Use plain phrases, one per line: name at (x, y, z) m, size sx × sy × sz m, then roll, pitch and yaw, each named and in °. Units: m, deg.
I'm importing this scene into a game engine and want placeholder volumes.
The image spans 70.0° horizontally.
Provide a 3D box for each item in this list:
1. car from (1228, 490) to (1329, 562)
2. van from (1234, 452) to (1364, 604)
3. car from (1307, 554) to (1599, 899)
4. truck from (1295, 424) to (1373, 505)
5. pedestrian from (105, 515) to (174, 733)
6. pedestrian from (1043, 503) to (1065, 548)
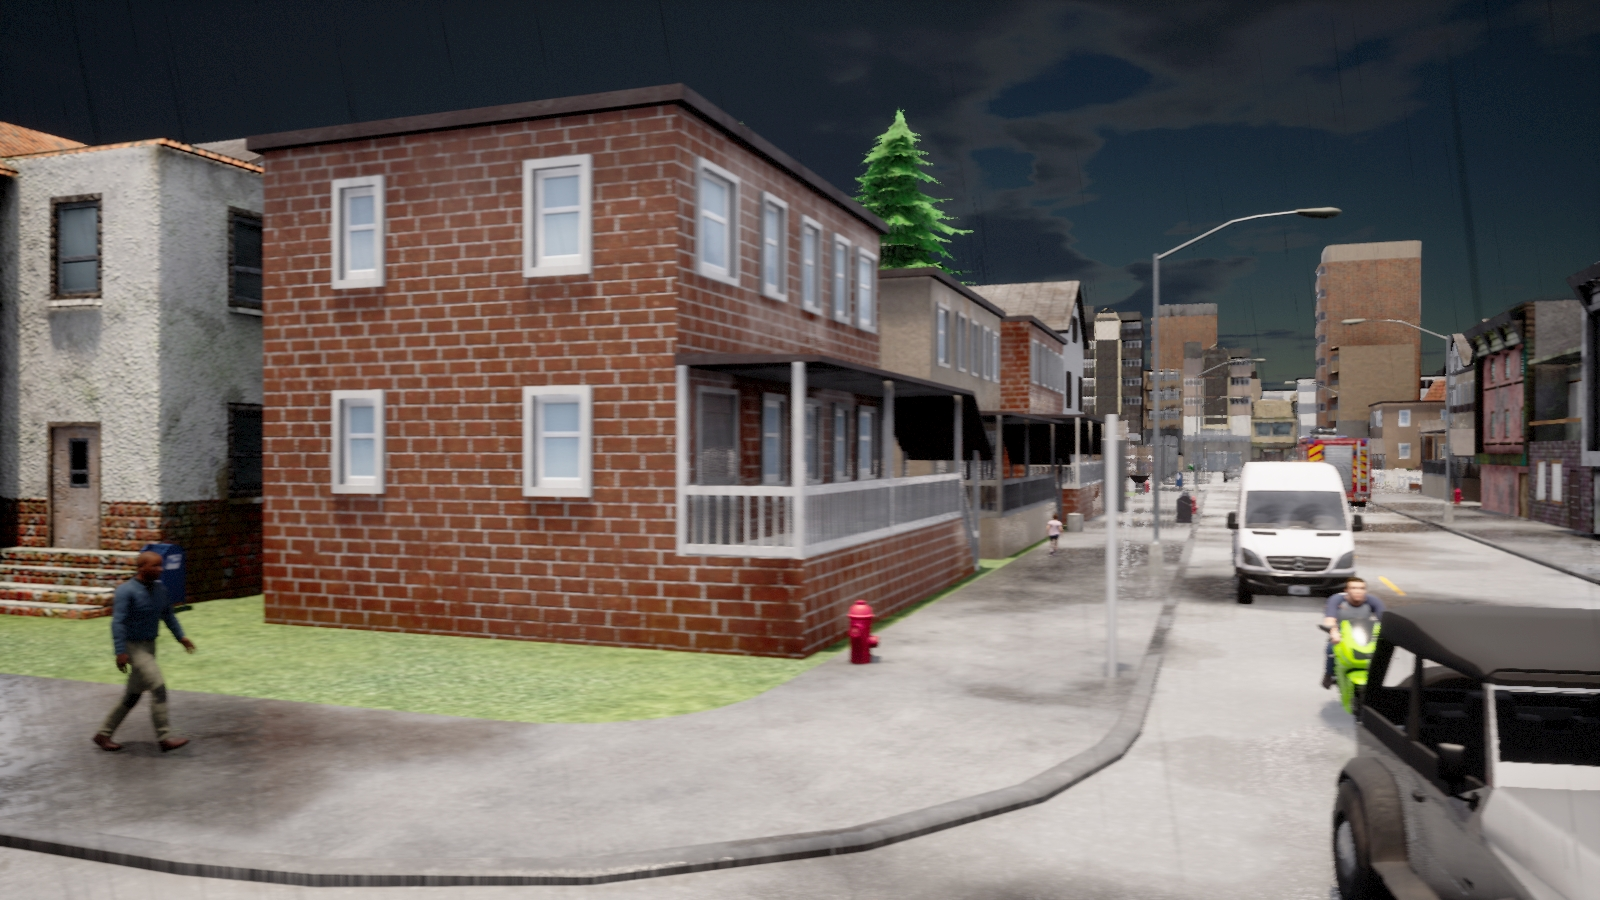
car at (12.049, 1.843, 29.064) m, size 2.163 × 1.488 × 4.792 m, roll 0°, pitch 0°, yaw 20°
van at (9.594, 1.314, 22.392) m, size 1.988 × 2.561 × 5.915 m, roll 0°, pitch 0°, yaw 20°
car at (3.944, 1.637, 5.597) m, size 1.905 × 1.878 × 3.866 m, roll 0°, pitch 0°, yaw 12°
truck at (27.027, 0.670, 58.163) m, size 2.891 × 3.827 × 8.468 m, roll 0°, pitch 0°, yaw 20°
pedestrian at (-5.829, 1.518, 10.092) m, size 0.375 × 1.860 × 0.375 m, roll 0°, pitch 0°, yaw 10°
pedestrian at (6.437, 1.905, 28.962) m, size 0.500 × 1.100 × 0.500 m, roll 0°, pitch 0°, yaw 18°
